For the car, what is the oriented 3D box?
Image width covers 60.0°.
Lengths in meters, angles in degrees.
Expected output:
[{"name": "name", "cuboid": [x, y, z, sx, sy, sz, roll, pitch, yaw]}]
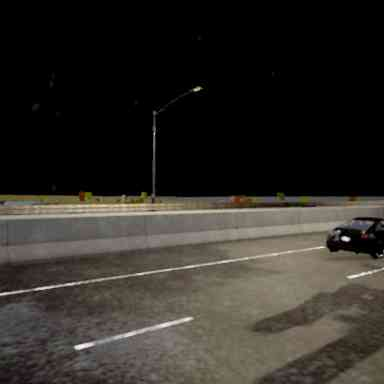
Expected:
[{"name": "car", "cuboid": [7.267, 1.704, 13.315, 4.181, 1.385, 1.994, 1, 0, -35]}]
